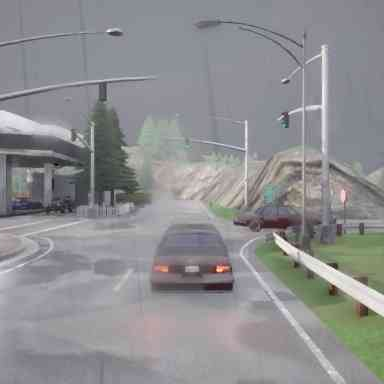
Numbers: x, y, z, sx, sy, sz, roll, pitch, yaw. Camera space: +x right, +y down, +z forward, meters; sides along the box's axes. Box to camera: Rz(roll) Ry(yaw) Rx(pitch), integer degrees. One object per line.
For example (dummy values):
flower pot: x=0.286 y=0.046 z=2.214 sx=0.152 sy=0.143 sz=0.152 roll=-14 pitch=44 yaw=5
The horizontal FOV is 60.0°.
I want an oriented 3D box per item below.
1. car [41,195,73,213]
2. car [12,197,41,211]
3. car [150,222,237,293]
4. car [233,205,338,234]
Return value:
car: x=-14.515 y=1.313 z=36.567 sx=1.905 sy=1.878 sz=3.866 roll=0 pitch=0 yaw=-1
car: x=-20.220 y=1.480 z=40.846 sx=2.242 sy=1.667 sz=4.611 roll=0 pitch=0 yaw=-1
car: x=0.004 y=1.547 z=8.980 sx=2.033 sy=1.411 sz=5.357 roll=0 pitch=0 yaw=0
car: x=4.943 y=1.387 z=17.913 sx=5.357 sy=1.411 sz=2.033 roll=-1 pitch=0 yaw=29
